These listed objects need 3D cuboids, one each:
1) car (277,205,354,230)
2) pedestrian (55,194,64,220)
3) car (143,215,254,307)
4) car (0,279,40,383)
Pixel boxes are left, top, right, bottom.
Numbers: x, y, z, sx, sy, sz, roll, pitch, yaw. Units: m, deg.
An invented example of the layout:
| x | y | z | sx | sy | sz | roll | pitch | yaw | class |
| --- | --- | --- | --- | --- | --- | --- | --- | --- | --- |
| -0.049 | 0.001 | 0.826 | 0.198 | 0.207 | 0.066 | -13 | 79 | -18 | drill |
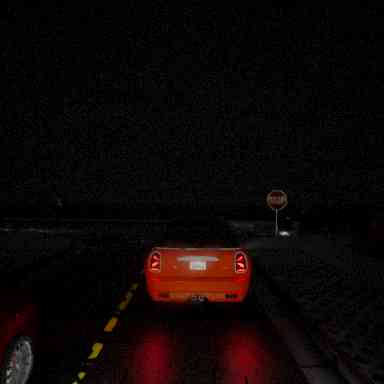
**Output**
| x | y | z | sx | sy | sz | roll | pitch | yaw | class |
| --- | --- | --- | --- | --- | --- | --- | --- | --- | --- |
| 7.985 | 1.607 | 21.485 | 5.008 | 1.535 | 1.882 | 1 | 0 | -1 | car |
| -9.673 | 1.069 | 24.313 | 0.375 | 1.860 | 0.375 | 0 | -1 | 0 | pedestrian |
| 0.182 | 1.354 | 8.150 | 2.097 | 1.767 | 4.553 | 0 | 0 | 2 | car |
| -2.792 | 1.526 | 2.358 | 1.812 | 1.442 | 4.674 | 0 | 0 | 1 | car |
